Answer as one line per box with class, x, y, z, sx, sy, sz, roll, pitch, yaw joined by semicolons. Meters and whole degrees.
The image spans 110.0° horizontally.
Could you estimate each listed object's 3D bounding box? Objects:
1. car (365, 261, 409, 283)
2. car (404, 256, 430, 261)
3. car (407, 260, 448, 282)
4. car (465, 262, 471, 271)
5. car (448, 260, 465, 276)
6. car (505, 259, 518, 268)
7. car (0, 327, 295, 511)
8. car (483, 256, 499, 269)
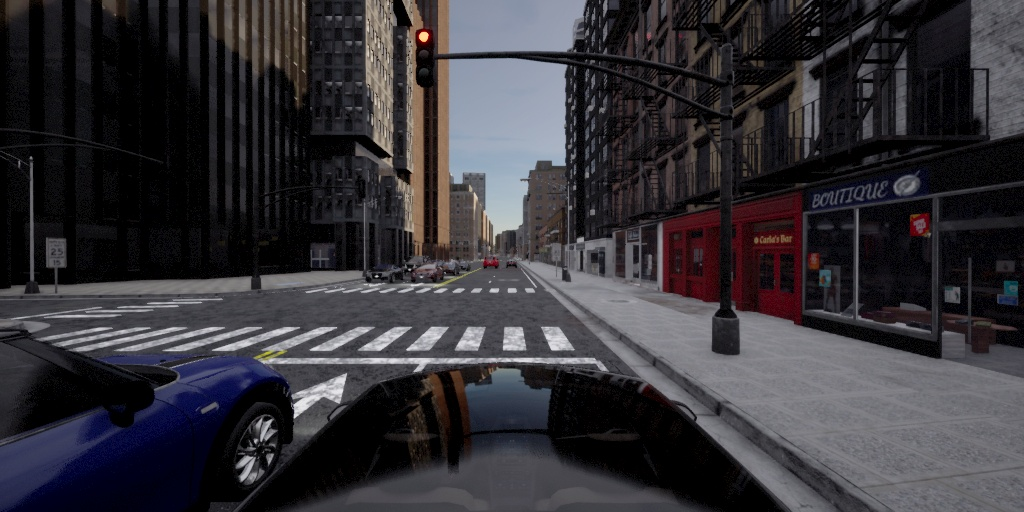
car;-9.915;1.320;28.338;1.994;1.385;4.181;0;0;1
car;-9.952;0.981;37.673;2.150;2.045;5.566;0;0;0
car;-6.675;1.282;28.747;1.812;1.442;4.674;0;0;0
car;-6.728;1.327;48.388;1.994;1.385;4.181;0;0;0
car;-6.705;1.307;38.428;2.033;1.411;5.357;0;0;0
car;-0.086;1.272;61.844;1.837;1.490;4.892;0;0;0
car;-3.146;1.102;1.601;2.097;1.767;4.553;0;0;0
car;-3.423;0.988;58.060;2.150;2.045;5.566;0;0;0
